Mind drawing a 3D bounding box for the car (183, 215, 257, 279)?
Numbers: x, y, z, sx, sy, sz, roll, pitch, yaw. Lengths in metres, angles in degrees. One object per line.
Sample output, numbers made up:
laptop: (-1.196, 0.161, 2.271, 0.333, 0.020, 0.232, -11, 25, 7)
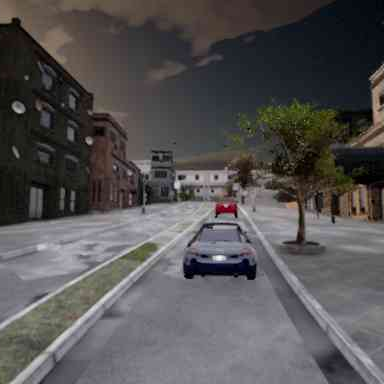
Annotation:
car: (0.872, 1.633, 10.328, 1.994, 1.385, 4.181, 0, 0, 5)

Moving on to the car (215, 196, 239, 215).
car: (3.462, 1.408, 33.291, 2.150, 2.045, 5.566, -1, 0, 7)
